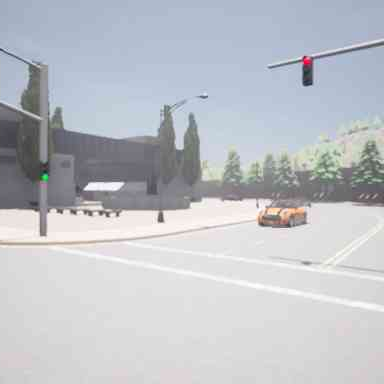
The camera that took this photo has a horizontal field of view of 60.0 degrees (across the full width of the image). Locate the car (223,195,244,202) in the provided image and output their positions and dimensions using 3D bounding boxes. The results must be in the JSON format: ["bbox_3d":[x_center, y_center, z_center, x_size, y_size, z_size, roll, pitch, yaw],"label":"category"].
[{"bbox_3d":[8.582,1.336,68.775,1.895,1.301,4.718,0,0,-31],"label":"car"}]

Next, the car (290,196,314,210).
[{"bbox_3d":[14.760,1.423,44.896,1.837,1.490,4.892,2,1,3],"label":"car"}]

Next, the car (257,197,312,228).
[{"bbox_3d":[6.051,1.285,21.926,2.097,1.767,4.553,0,0,35],"label":"car"}]
